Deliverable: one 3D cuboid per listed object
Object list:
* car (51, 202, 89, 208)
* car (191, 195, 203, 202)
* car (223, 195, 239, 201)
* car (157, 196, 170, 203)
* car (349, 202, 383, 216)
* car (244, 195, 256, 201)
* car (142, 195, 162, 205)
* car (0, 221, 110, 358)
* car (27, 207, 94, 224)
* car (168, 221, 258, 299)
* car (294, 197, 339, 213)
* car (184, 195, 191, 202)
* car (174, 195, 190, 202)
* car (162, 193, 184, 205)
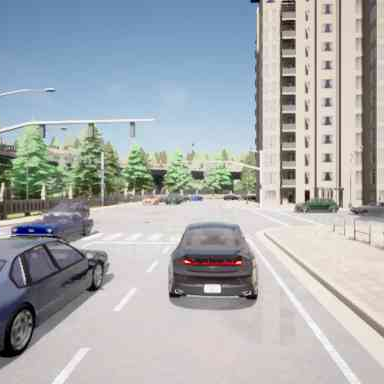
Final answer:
[{"bbox_3d":[-9.101,1.486,24.657,2.128,1.511,4.902,0,0,4],"label":"car"},{"bbox_3d":[0.967,1.460,79.085,1.882,1.535,5.008,0,0,24],"label":"car"},{"bbox_3d":[10.142,1.480,85.401,4.892,1.490,1.837,0,0,-43],"label":"car"},{"bbox_3d":[-5.916,1.548,69.214,1.994,1.385,4.181,0,0,6],"label":"car"},{"bbox_3d":[18.341,1.648,33.156,4.718,1.301,1.895,0,0,3],"label":"car"},{"bbox_3d":[15.498,1.505,85.199,4.902,1.511,2.128,0,0,-34],"label":"car"},{"bbox_3d":[-7.001,1.339,56.440,2.097,1.767,4.553,0,0,4],"label":"car"},{"bbox_3d":[-3.142,1.546,5.993,2.033,1.411,5.357,0,0,4],"label":"car"},{"bbox_3d":[-6.201,1.597,15.317,1.895,1.301,4.718,0,0,4],"label":"car"},{"bbox_3d":[0.541,1.503,8.450,1.837,1.490,4.892,0,0,4],"label":"car"},{"bbox_3d":[13.741,1.399,36.955,4.553,1.767,2.097,0,0,5],"label":"car"},{"bbox_3d":[-2.348,1.475,69.544,2.128,1.511,4.902,0,0,11],"label":"car"},{"bbox_3d":[-2.346,1.506,80.294,1.812,1.442,4.674,0,0,24],"label":"car"},{"bbox_3d":[-3.295,1.208,59.182,2.150,2.045,5.566,0,0,5],"label":"car"}]
